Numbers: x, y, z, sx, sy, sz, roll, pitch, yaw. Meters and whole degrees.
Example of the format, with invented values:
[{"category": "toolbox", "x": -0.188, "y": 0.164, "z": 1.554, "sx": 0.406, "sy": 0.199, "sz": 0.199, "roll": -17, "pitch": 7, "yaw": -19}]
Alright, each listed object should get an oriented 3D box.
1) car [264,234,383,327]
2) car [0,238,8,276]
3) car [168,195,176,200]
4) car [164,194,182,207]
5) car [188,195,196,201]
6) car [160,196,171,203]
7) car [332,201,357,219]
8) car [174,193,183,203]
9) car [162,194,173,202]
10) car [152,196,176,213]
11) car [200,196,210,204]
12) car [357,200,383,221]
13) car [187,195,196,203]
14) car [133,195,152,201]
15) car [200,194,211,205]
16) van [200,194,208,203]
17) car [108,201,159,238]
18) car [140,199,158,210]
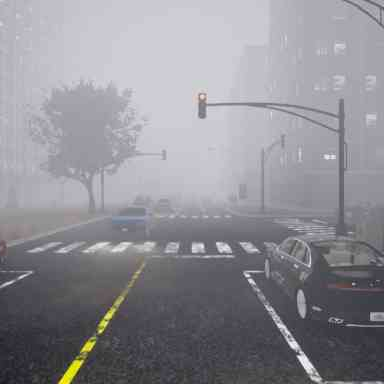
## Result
[{"category": "car", "x": 2.684, "y": 1.551, "z": 6.945, "sx": 2.008, "sy": 1.369, "sz": 4.403, "roll": 0, "pitch": 0, "yaw": 0}, {"category": "car", "x": -5.696, "y": 1.545, "z": 6.939, "sx": 1.887, "sy": 1.381, "sz": 4.507, "roll": 0, "pitch": 0, "yaw": 0}, {"category": "car", "x": -5.766, "y": 1.654, "z": 94.556, "sx": 2.008, "sy": 1.369, "sz": 4.403, "roll": 0, "pitch": 0, "yaw": 0}, {"category": "car", "x": -3.132, "y": 1.523, "z": 50.583, "sx": 2.128, "sy": 1.511, "sz": 4.902, "roll": 0, "pitch": 0, "yaw": 0}, {"category": "car", "x": -0.061, "y": 1.446, "z": 79.075, "sx": 1.812, "sy": 1.442, "sz": 4.674, "roll": 0, "pitch": 0, "yaw": 0}, {"category": "car", "x": -5.748, "y": 1.627, "z": 72.465, "sx": 1.947, "sy": 1.339, "sz": 4.313, "roll": 0, "pitch": 0, "yaw": 0}, {"category": "car", "x": 13.405, "y": 1.350, "z": 26.360, "sx": 4.403, "sy": 1.369, "sz": 2.008, "roll": -1, "pitch": 1, "yaw": -1}, {"category": "car", "x": -3.054, "y": 1.278, "z": 69.434, "sx": 2.150, "sy": 2.045, "sz": 5.566, "roll": 0, "pitch": 0, "yaw": 0}, {"category": "car", "x": -5.753, "y": 1.385, "z": 77.987, "sx": 2.192, "sy": 1.841, "sz": 5.009, "roll": 0, "pitch": 0, "yaw": 0}, {"category": "car", "x": -3.129, "y": 1.522, "z": 37.969, "sx": 1.837, "sy": 1.490, "sz": 4.892, "roll": 0, "pitch": 1, "yaw": 0}, {"category": "car", "x": 2.637, "y": 1.578, "z": 67.118, "sx": 1.752, "sy": 1.417, "sz": 4.829, "roll": 0, "pitch": 0, "yaw": 0}, {"category": "car", "x": 14.921, "y": 1.283, "z": 23.797, "sx": 4.892, "sy": 1.490, "sz": 1.837, "roll": -1, "pitch": 0, "yaw": -1}, {"category": "car", "x": -0.055, "y": 1.656, "z": 69.098, "sx": 1.895, "sy": 1.301, "sz": 4.718, "roll": 0, "pitch": 0, "yaw": 0}, {"category": "car", "x": -5.723, "y": 1.336, "z": 39.327, "sx": 2.192, "sy": 1.841, "sz": 5.009, "roll": 0, "pitch": 0, "yaw": 0}, {"category": "car", "x": 2.641, "y": 1.610, "z": 61.425, "sx": 1.947, "sy": 1.339, "sz": 4.313, "roll": 0, "pitch": 0, "yaw": 0}, {"category": "van", "x": 2.632, "y": 1.402, "z": 72.471, "sx": 1.690, "sy": 1.788, "sz": 3.998, "roll": 0, "pitch": 0, "yaw": 0}, {"category": "car", "x": -3.113, "y": 1.482, "z": 17.899, "sx": 1.882, "sy": 1.535, "sz": 5.008, "roll": 0, "pitch": 0, "yaw": 0}, {"category": "car", "x": -5.727, "y": 1.592, "z": 44.850, "sx": 1.947, "sy": 1.339, "sz": 4.313, "roll": 0, "pitch": 0, "yaw": 0}]
